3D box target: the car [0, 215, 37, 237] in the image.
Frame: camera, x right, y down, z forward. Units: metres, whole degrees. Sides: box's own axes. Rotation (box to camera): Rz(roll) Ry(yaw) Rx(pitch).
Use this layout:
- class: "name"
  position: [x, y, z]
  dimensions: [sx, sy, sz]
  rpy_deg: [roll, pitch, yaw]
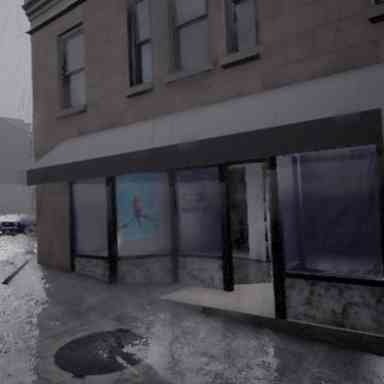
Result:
- class: "car"
  position: [-7.965, 1.633, 18.495]
  dimensions: [1.895, 1.301, 4.718]
  rpy_deg: [-4, -1, 35]
